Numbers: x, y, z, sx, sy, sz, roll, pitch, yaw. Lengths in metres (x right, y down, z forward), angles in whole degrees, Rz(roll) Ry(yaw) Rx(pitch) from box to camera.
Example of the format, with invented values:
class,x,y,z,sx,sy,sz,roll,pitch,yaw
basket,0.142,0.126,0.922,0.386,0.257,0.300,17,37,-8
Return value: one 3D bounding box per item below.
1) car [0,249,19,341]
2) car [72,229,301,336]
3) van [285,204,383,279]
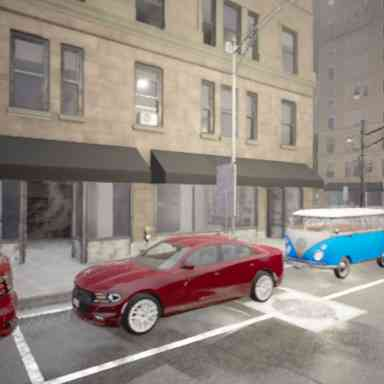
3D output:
class,x,y,z,sx,sy,sz,roll,pitch,yaw
car,-4.598,1.304,3.481,5.009,1.841,2.192,0,0,-36
car,-0.052,1.567,6.725,4.507,1.381,1.887,0,0,-36
van,4.496,1.397,9.970,3.998,1.788,1.690,0,0,-36
